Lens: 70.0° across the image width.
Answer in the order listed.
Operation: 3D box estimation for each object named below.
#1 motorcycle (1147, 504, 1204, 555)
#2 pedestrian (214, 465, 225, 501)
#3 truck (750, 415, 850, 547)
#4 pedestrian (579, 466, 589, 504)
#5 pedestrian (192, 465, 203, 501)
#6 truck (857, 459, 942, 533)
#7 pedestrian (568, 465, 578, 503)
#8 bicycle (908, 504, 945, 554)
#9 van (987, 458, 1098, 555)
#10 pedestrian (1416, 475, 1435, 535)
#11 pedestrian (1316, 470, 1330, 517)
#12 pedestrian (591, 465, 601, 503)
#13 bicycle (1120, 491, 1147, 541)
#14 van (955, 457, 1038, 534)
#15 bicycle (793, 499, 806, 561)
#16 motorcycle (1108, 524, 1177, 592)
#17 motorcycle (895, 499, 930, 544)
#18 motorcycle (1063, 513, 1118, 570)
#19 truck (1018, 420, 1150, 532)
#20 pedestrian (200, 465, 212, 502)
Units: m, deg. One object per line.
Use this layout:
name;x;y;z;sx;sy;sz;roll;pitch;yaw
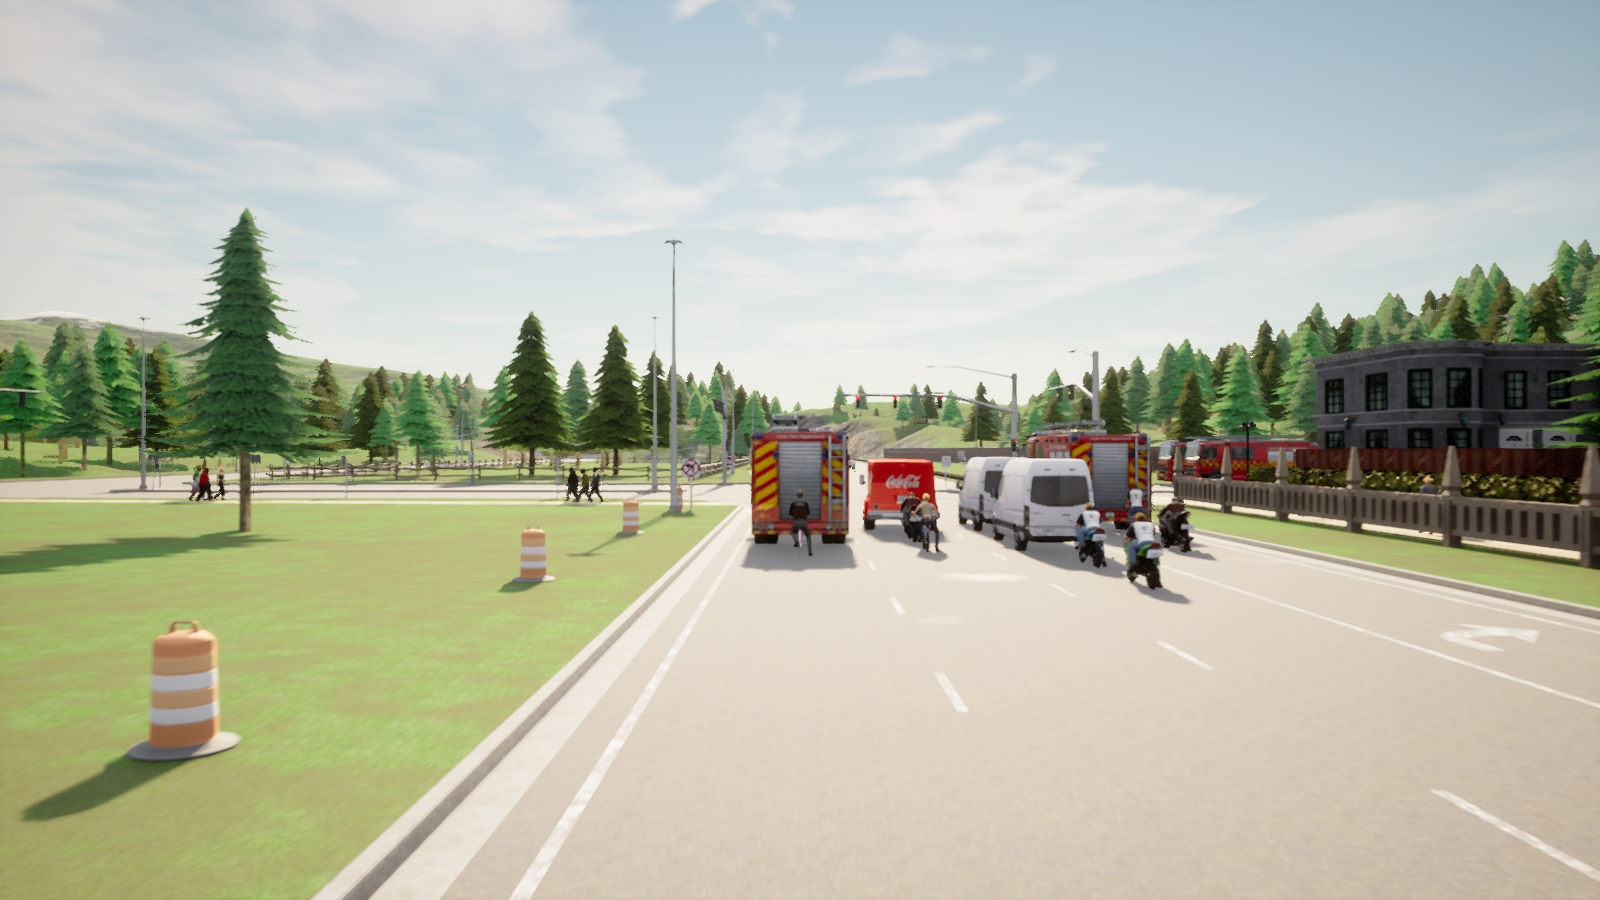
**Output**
motorcycle;10.499;2.205;32.018;0.867;1.251;2.209;0;0;0
pedestrian;-29.744;1.696;58.516;0.375;1.860;0.375;0;0;6
truck;-0.006;0.891;37.181;2.891;3.827;8.468;0;0;0
pedestrian;-10.621;1.696;56.175;0.375;1.860;0.375;0;0;3
pedestrian;-30.927;1.697;58.640;0.375;1.860;0.375;0;0;6
truck;3.507;1.568;41.330;2.627;2.467;5.204;0;0;0
pedestrian;-11.298;1.696;56.835;0.375;1.860;0.375;0;0;6
bicycle;3.481;2.158;31.599;0.859;1.277;1.487;0;0;0
van;6.994;1.534;33.621;1.988;2.561;5.915;0;0;0
pedestrian;19.326;1.696;35.285;0.375;1.860;0.375;0;0;1
pedestrian;20.499;1.699;44.757;0.375;1.860;0.375;0;0;0
pedestrian;-10.120;1.696;56.710;0.375;1.860;0.375;0;0;4
bicycle;10.499;2.056;35.979;0.373;1.496;1.643;0;0;0
van;6.996;1.534;41.382;1.988;2.561;5.915;0;0;0
bicycle;-0.007;2.060;29.728;0.329;1.471;1.835;0;0;0
motorcycle;6.999;2.186;23.435;0.803;1.199;2.033;0;0;0
motorcycle;3.490;2.205;35.536;0.867;1.251;2.209;0;0;0
motorcycle;6.999;2.186;27.623;0.803;1.199;2.033;0;0;0
truck;10.494;0.891;43.258;2.891;3.827;8.468;0;0;0
pedestrian;-30.117;1.696;57.930;0.375;1.860;0.375;0;0;4
